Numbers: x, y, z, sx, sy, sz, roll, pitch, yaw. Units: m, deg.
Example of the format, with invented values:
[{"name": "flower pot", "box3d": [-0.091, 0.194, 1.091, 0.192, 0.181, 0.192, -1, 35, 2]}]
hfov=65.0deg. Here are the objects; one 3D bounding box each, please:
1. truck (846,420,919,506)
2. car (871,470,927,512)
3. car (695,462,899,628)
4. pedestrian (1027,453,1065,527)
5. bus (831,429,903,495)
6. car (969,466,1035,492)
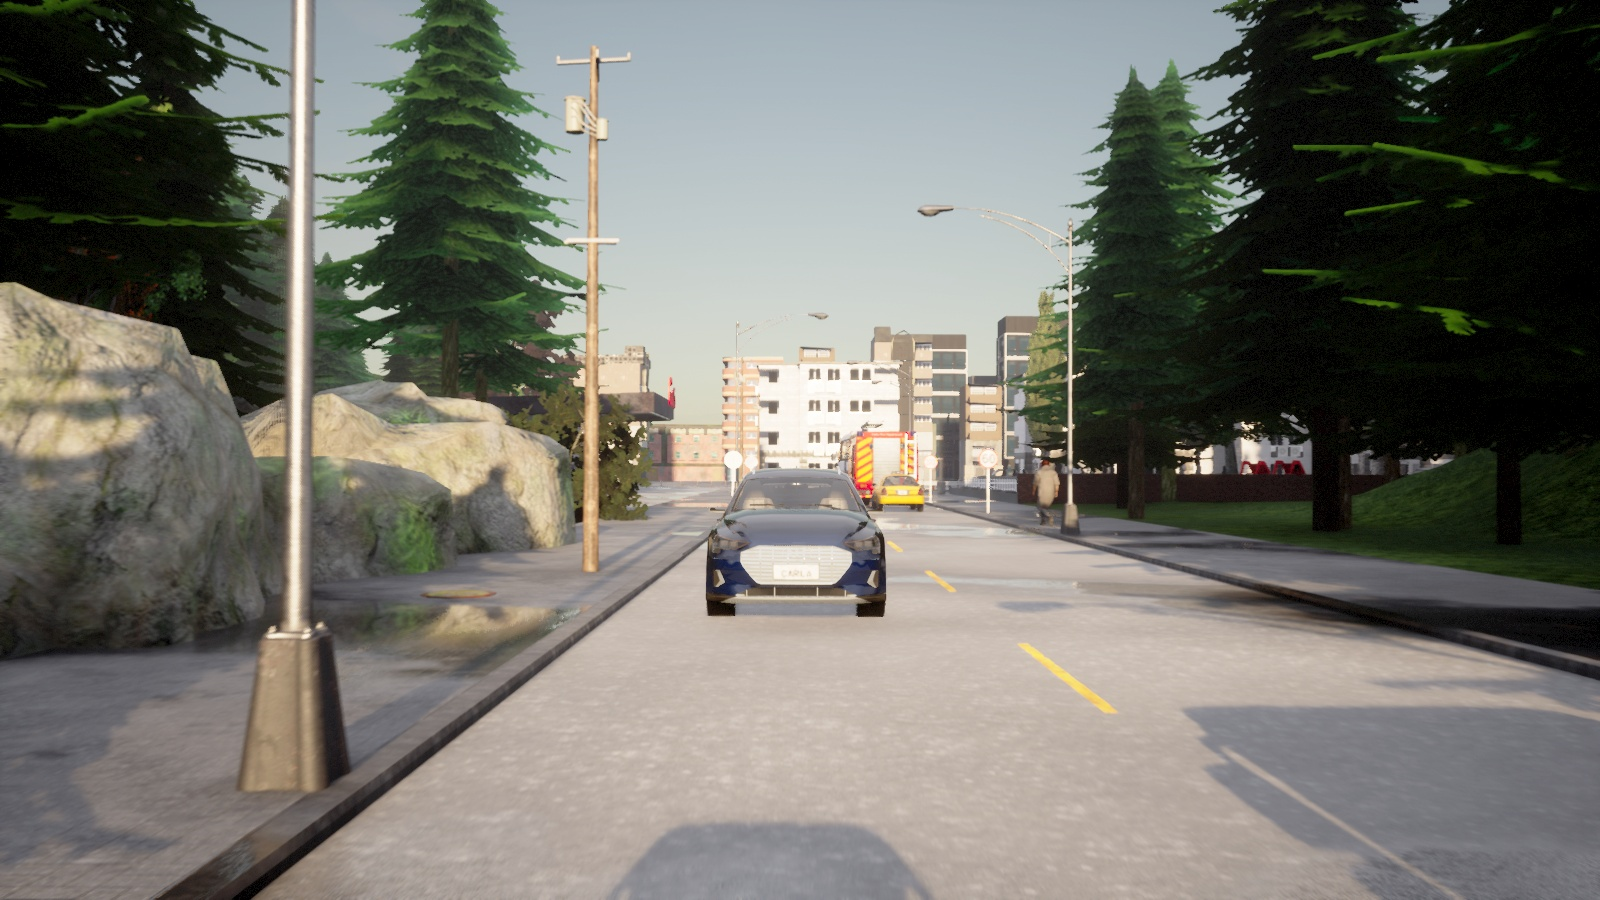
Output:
[{"name": "truck", "box3d": [3.822, 0.637, 60.091, 2.891, 3.827, 8.468, 0, -1, 0]}, {"name": "car", "box3d": [3.866, 1.568, 49.745, 1.801, 1.575, 5.366, 0, -1, 0]}, {"name": "car", "box3d": [-0.036, 0.996, 14.988, 2.033, 1.649, 4.856, 0, -1, 0]}, {"name": "pedestrian", "box3d": [6.612, 1.062, 33.795, 0.659, 1.952, 0.873, 0, -1, -17]}, {"name": "bus", "box3d": [4.509, 0.878, 86.958, 3.944, 4.253, 10.273, 0, -1, -3]}, {"name": "car", "box3d": [15.100, 2.137, 93.969, 4.605, 1.855, 1.932, -1, -1, 0]}]
